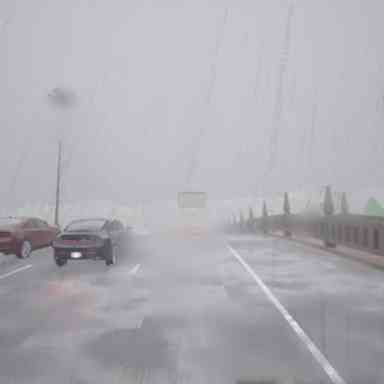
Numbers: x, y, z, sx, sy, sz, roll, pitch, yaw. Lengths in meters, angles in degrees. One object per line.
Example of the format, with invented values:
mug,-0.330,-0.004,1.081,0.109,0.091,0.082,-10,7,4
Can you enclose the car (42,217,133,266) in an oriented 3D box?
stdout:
car,-3.399,1.690,12.198,1.837,1.490,4.892,0,-2,0

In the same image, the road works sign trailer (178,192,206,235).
road works sign trailer,0.001,1.767,28.002,2.380,3.560,2.880,0,-6,0

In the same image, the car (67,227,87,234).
car,-21.016,7.073,60.903,1.994,1.385,4.181,0,-7,0

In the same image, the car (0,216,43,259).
car,-6.899,1.714,13.421,1.882,1.535,5.008,0,-2,0
